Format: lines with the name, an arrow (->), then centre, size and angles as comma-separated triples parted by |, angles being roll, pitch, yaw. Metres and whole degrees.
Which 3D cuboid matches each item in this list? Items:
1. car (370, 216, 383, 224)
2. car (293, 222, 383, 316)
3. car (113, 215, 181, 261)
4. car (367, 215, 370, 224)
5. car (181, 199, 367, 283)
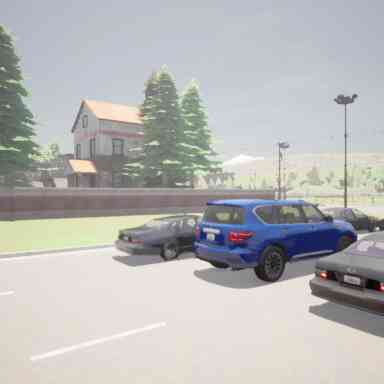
car -> 10.671, 1.505, 15.665 | 4.892, 1.490, 1.837 | 0, 0, -35
car -> 4.765, 1.547, 7.152 | 5.357, 1.411, 2.033 | 0, 0, -36
car -> -0.109, 1.547, 12.270 | 5.357, 1.411, 2.033 | 0, 0, -35
car -> 8.233, 1.547, 18.224 | 5.357, 1.411, 2.033 | 0, 0, -36
car -> 2.660, 1.222, 9.951 | 5.566, 2.045, 2.150 | 0, 0, -35
